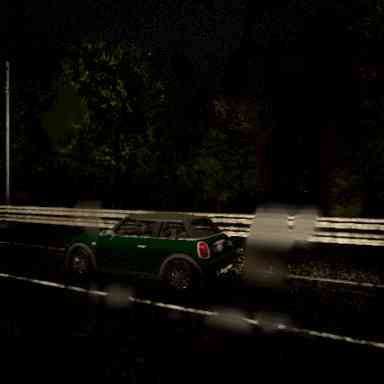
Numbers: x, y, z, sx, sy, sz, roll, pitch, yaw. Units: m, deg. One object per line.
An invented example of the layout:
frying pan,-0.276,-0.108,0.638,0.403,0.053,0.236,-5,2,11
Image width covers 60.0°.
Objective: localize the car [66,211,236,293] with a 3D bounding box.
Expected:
car,-1.206,1.342,8.954,4.553,1.767,2.097,0,0,28
